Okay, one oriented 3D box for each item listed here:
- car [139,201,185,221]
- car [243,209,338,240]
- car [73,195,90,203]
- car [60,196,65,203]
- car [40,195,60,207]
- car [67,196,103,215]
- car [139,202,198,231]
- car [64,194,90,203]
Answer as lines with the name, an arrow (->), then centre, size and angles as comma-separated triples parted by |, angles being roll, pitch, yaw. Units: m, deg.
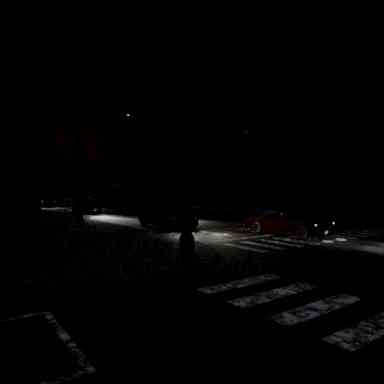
car -> -2.610, 1.526, 27.849 | 1.994, 1.385, 4.181 | 0, 0, -36
car -> 4.972, 1.584, 17.297 | 1.895, 1.301, 4.718 | 0, 0, -36
car -> -22.047, 1.367, 66.380 | 1.882, 1.535, 5.008 | 0, 0, -36
car -> -25.097, 1.439, 65.052 | 2.033, 1.411, 5.357 | 0, 0, -36
car -> -21.348, 1.331, 48.526 | 2.097, 1.767, 4.553 | 0, 0, -36
car -> -10.502, 1.445, 33.270 | 2.128, 1.511, 4.902 | 0, 0, -36
car -> -1.582, 1.455, 20.845 | 1.882, 1.535, 5.008 | 0, 0, -36
car -> -15.791, 1.407, 46.283 | 1.882, 1.535, 5.008 | 0, 0, -35
